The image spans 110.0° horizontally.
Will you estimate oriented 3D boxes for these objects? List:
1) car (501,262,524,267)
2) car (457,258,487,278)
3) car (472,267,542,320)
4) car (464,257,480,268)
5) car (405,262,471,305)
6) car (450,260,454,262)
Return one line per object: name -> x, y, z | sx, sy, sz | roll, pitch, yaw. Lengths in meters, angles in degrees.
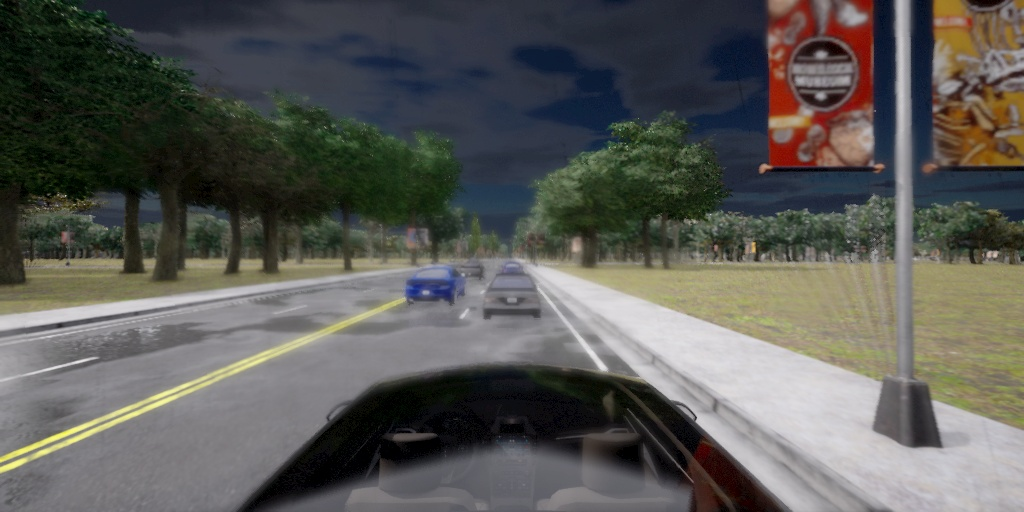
car -> 0.052, 1.227, 30.339 | 1.812, 1.442, 4.674 | 0, 0, 1
car -> -3.205, 1.194, 29.688 | 2.128, 1.511, 4.902 | 0, 0, 1
car -> 0.025, 1.276, 12.546 | 2.033, 1.411, 5.357 | 0, 0, 1
car -> -6.542, 1.046, 59.593 | 2.097, 1.767, 4.553 | 0, 0, 0
car -> -3.195, 1.200, 15.870 | 1.882, 1.535, 5.008 | 0, 0, 1
car -> -9.787, 1.296, 60.112 | 1.895, 1.301, 4.718 | 0, 0, 1
